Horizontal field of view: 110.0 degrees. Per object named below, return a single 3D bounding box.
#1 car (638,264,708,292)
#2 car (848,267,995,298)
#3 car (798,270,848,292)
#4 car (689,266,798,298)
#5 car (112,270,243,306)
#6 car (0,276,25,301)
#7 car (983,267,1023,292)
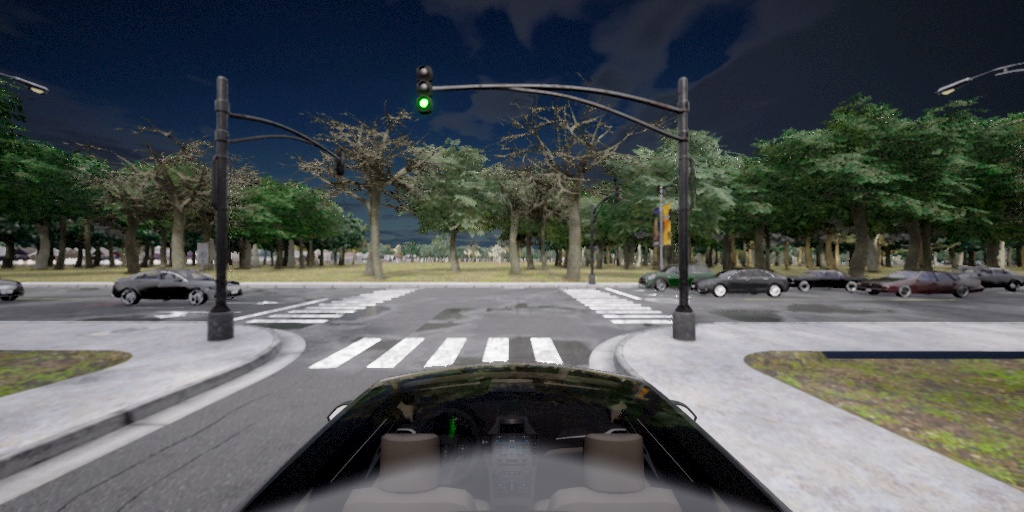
[{"bbox_3d":[10.475,1.304,22.840,4.553,1.767,2.097,0,0,0],"label":"car"},{"bbox_3d":[22.185,1.491,19.596,5.357,1.411,2.033,0,0,0],"label":"car"},{"bbox_3d":[19.459,1.566,22.846,4.718,1.301,1.895,0,0,0],"label":"car"},{"bbox_3d":[12.323,1.434,19.592,4.892,1.490,1.837,0,0,0],"label":"car"},{"bbox_3d":[-14.896,1.360,16.126,4.902,1.511,2.128,0,0,0],"label":"car"},{"bbox_3d":[-25.157,1.351,16.116,4.902,1.511,2.128,0,0,0],"label":"car"},{"bbox_3d":[29.395,1.472,22.847,4.902,1.511,2.128,0,0,0],"label":"car"}]
